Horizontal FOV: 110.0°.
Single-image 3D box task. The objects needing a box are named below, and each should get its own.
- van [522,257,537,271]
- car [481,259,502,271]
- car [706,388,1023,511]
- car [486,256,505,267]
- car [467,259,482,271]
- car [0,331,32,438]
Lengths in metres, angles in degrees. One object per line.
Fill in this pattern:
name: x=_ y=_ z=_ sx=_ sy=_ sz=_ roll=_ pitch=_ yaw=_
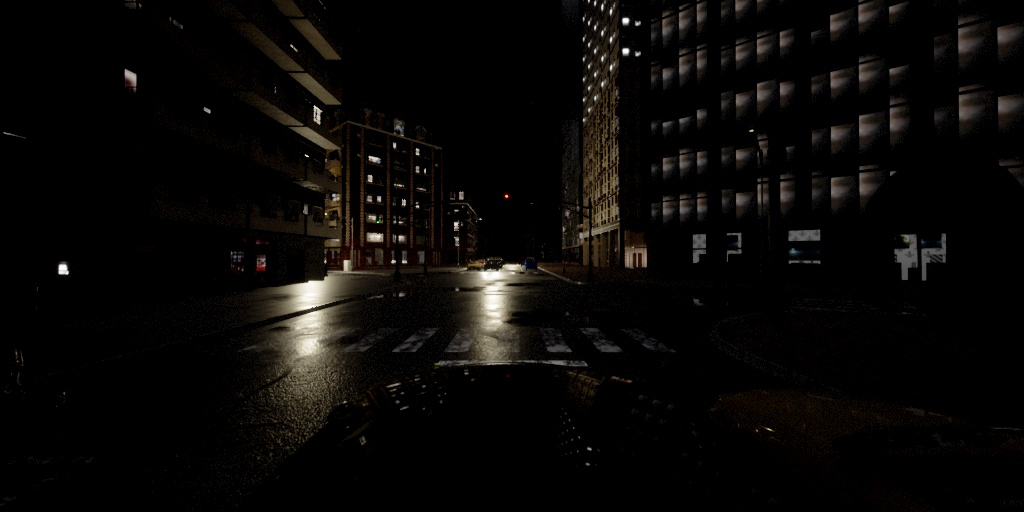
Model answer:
van: x=2.625 y=1.137 z=50.077 sx=1.690 sy=1.789 sz=3.998 roll=0 pitch=0 yaw=0
car: x=-2.789 y=1.395 z=49.240 sx=1.895 sy=1.301 sz=4.718 roll=0 pitch=0 yaw=0
car: x=2.563 y=1.275 z=1.254 sx=1.751 sy=1.417 sz=4.829 roll=0 pitch=0 yaw=0
car: x=-2.765 y=1.037 z=59.164 sx=2.150 sy=2.045 sz=5.566 roll=0 pitch=0 yaw=0
car: x=-5.255 y=1.321 z=49.917 sx=1.751 sy=1.417 sz=4.829 roll=0 pitch=0 yaw=0
car: x=-5.318 y=1.064 z=1.088 sx=2.192 sy=1.841 sz=5.009 roll=0 pitch=0 yaw=0
